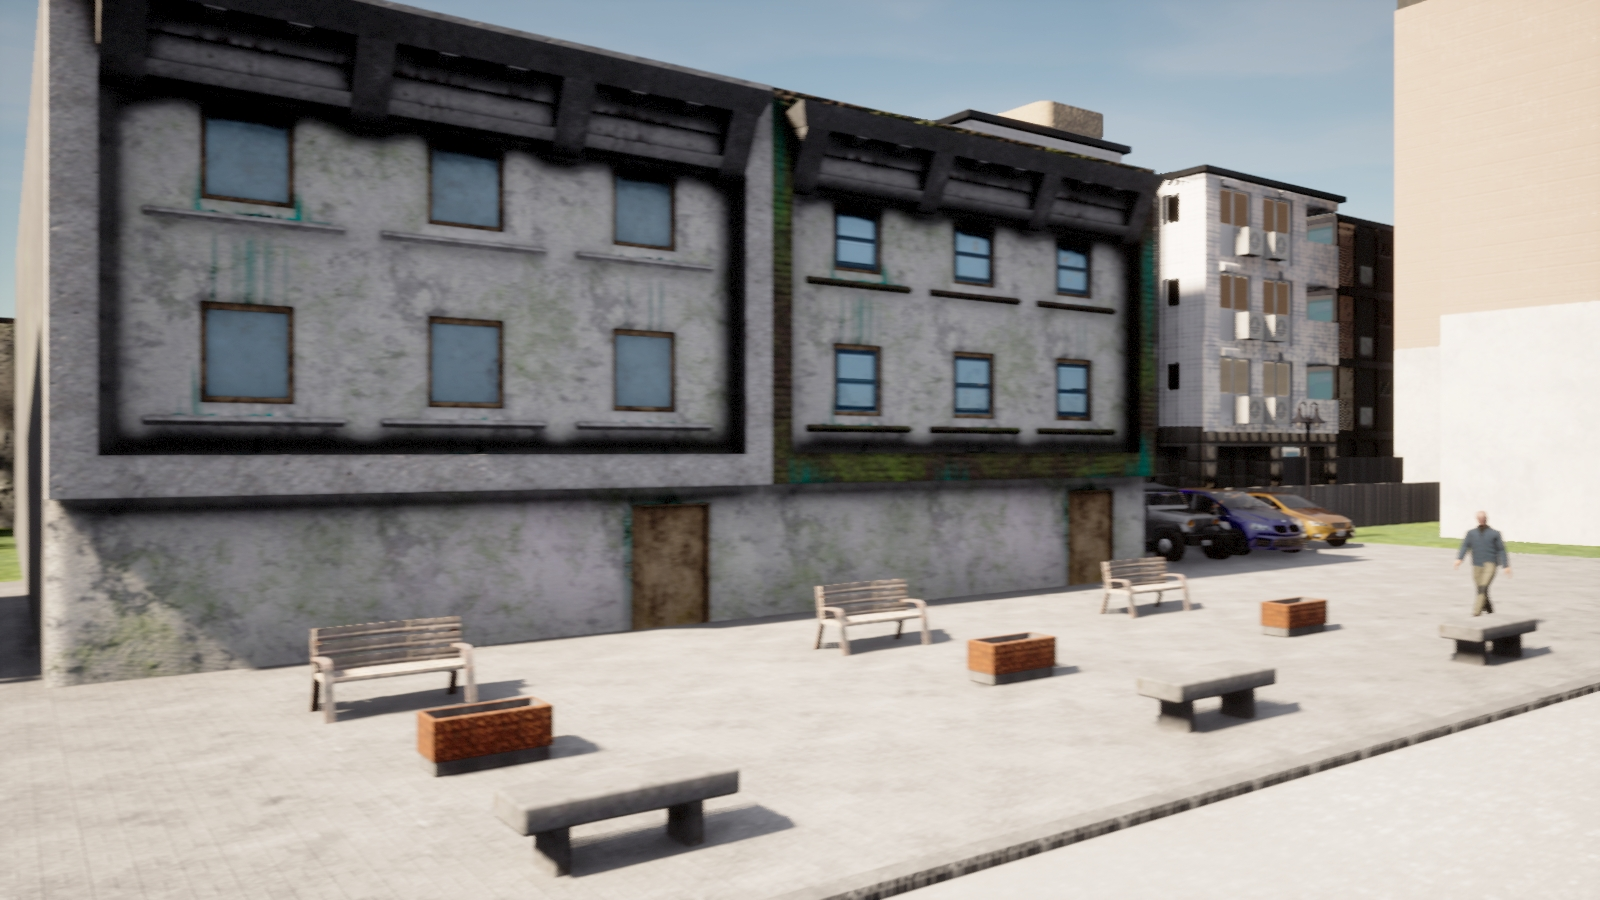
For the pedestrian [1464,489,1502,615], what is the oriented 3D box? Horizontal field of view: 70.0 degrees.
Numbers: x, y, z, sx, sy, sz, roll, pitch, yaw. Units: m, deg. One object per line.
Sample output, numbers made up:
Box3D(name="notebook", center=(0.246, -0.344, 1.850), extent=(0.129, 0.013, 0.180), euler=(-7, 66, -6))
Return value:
Box3D(name="pedestrian", center=(10.347, 1.525, 17.304), extent=(0.375, 1.860, 0.375), euler=(0, 0, -38))
